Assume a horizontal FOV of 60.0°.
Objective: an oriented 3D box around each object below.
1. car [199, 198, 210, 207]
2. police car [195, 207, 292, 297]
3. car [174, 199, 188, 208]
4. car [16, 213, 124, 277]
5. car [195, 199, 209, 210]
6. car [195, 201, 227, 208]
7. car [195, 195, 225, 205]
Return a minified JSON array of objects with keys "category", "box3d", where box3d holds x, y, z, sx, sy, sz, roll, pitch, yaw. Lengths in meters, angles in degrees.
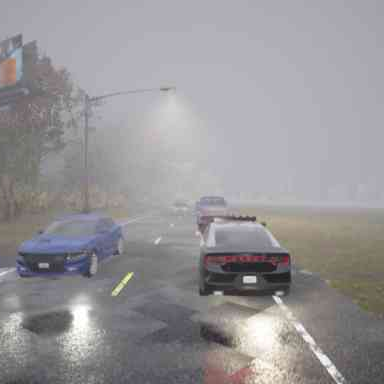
[{"category":"car","box3d":[2.265,1.772,59.382,1.882,1.535,5.008,0,0,4]},{"category":"police car","box3d":[1.108,1.427,8.766,1.930,1.638,5.238,0,0,1]},{"category":"car","box3d":[-1.715,1.794,53.352,2.033,1.411,5.357,0,0,4]},{"category":"car","box3d":[-3.498,1.481,10.430,1.882,1.535,5.008,0,0,1]},{"category":"car","box3d":[1.442,1.719,46.570,1.812,1.442,4.674,0,0,4]},{"category":"car","box3d":[1.292,1.501,18.621,1.882,1.535,5.008,0,0,1]},{"category":"car","box3d":[1.465,1.271,24.630,2.150,2.045,5.566,0,0,2]}]
